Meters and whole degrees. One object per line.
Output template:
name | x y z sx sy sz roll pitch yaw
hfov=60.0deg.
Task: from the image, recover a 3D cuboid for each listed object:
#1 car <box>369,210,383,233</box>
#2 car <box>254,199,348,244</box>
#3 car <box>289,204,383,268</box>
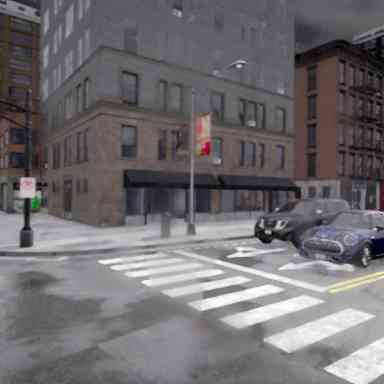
car | 13.492 1.813 21.252 4.718 1.301 1.895 1 0 -35
car | 5.377 1.345 15.488 5.566 2.045 2.150 1 0 -37
car | 5.836 1.460 11.785 4.553 1.767 2.097 1 0 -36
